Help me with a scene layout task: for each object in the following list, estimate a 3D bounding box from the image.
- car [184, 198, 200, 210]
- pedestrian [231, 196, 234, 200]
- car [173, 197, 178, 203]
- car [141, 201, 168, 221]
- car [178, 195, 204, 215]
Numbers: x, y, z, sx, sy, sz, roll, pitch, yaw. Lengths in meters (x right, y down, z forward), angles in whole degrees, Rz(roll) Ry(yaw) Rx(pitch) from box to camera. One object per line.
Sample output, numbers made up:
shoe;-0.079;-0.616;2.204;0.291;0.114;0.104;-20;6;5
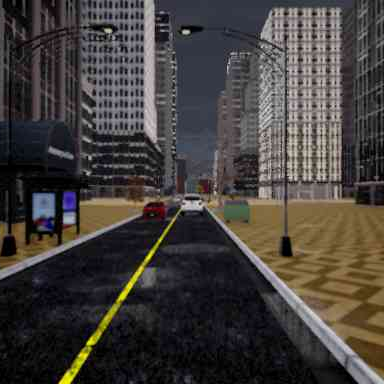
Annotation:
car;0.013;1.629;46.443;2.033;1.411;5.357;0;0;0
pedestrian;3.135;1.188;25.900;0.375;1.860;0.375;0;0;-1
car;-3.001;1.625;68.981;1.895;1.301;4.718;0;0;0
car;-3.092;1.528;28.339;1.882;1.535;5.008;0;0;0
car;0.009;1.283;34.643;2.150;2.045;5.566;0;0;0
